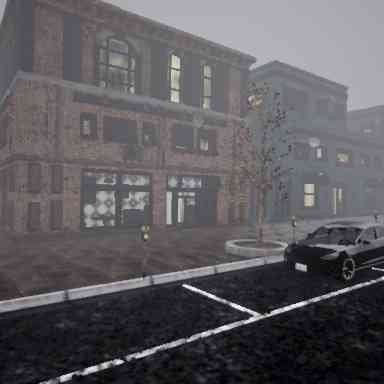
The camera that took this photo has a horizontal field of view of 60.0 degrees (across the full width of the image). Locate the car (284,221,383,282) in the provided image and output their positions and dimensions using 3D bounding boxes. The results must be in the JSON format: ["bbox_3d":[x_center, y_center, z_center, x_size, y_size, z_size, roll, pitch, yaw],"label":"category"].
[{"bbox_3d":[4.594,1.566,9.821,4.313,1.339,1.947,0,1,-35],"label":"car"}]
